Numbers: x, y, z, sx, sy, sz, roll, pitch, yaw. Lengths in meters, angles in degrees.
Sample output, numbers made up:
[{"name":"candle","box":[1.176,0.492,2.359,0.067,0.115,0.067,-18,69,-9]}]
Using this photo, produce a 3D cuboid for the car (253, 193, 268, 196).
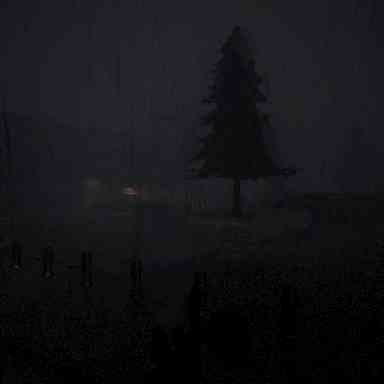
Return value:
[{"name":"car","box":[11.976,1.215,55.529,2.150,2.045,5.566,0,0,36]}]

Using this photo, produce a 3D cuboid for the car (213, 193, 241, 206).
[{"name":"car","box":[6.123,1.253,53.379,2.150,2.045,5.566,0,0,36]}]

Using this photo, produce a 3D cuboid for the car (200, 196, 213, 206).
[{"name":"car","box":[3.190,1.511,55.298,1.837,1.490,4.892,0,0,36]}]

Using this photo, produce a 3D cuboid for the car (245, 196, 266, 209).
[{"name":"car","box":[9.664,1.595,46.209,1.895,1.301,4.718,0,0,36]}]

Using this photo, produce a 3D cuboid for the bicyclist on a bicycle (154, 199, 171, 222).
[{"name":"bicyclist on a bicycle","box":[-2.042,1.296,23.338,1.656,1.620,0.582,0,0,36]}]

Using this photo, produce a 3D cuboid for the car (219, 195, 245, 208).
[{"name":"car","box":[6.222,1.557,47.434,1.994,1.385,4.181,0,0,37]}]

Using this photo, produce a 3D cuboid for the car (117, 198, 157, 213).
[{"name":"car","box":[-5.791,1.555,36.944,1.994,1.385,4.181,0,0,36]}]

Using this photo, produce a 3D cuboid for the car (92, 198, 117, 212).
[{"name":"car","box":[-9.130,1.467,38.297,1.882,1.535,5.008,0,0,36]}]
